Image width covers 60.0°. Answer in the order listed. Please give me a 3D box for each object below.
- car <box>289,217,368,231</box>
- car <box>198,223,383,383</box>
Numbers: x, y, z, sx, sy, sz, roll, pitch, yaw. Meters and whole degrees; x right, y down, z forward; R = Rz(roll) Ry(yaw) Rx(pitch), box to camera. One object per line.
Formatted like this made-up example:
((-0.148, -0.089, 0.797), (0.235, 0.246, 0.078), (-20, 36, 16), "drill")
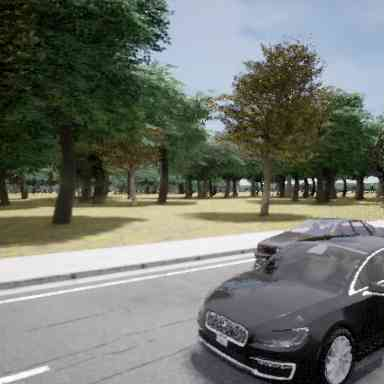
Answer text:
((4.488, 1.549, 10.816), (5.357, 1.411, 2.033), (0, 0, -35), "car")
((2.337, 1.506, 5.328), (4.892, 1.490, 1.837), (0, 0, -35), "car")
